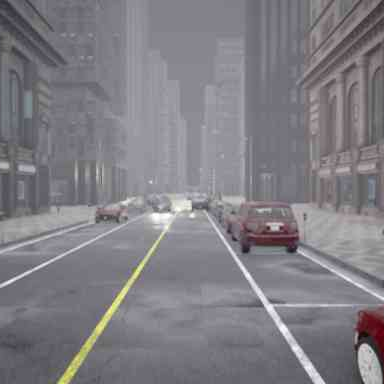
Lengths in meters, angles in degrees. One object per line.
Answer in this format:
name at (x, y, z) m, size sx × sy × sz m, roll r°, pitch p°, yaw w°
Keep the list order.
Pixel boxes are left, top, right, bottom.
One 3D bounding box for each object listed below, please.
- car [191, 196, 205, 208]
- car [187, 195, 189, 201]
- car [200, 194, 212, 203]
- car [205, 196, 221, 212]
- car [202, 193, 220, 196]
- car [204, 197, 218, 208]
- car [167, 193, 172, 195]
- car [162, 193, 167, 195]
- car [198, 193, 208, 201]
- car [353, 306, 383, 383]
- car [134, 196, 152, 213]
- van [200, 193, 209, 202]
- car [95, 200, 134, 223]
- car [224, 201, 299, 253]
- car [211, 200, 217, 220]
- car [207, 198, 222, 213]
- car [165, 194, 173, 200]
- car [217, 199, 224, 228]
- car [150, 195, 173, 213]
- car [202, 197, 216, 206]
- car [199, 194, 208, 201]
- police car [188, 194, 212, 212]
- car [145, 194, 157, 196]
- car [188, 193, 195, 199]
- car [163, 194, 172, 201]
car at (0.807, 1.388, 46.975) m, size 1.837 × 1.490 × 4.892 m, roll 0°, pitch 0°, yaw 0°
car at (-0.141, 1.274, 71.374) m, size 1.895 × 1.301 × 4.718 m, roll 0°, pitch 0°, yaw 0°
car at (2.633, 1.282, 63.789) m, size 1.967 × 1.590 × 4.097 m, roll 0°, pitch 0°, yaw 0°
car at (2.689, 1.435, 35.951) m, size 1.752 × 1.417 × 4.829 m, roll 0°, pitch 0°, yaw 0°
car at (2.677, 1.211, 41.383) m, size 2.192 × 1.841 × 5.009 m, roll 0°, pitch 0°, yaw 0°
car at (2.667, 1.465, 46.985) m, size 1.802 × 1.307 × 4.206 m, roll 0°, pitch 0°, yaw 0°
car at (-5.914, 1.129, 74.974) m, size 2.192 × 1.841 × 5.009 m, roll 0°, pitch 0°, yaw 0°
car at (-5.881, 1.294, 58.168) m, size 1.967 × 1.590 × 4.097 m, roll 0°, pitch 0°, yaw 0°
car at (2.600, 1.117, 80.595) m, size 2.192 × 1.841 × 5.009 m, roll 0°, pitch 0°, yaw 0°
car at (2.756, 1.539, 2.171) m, size 1.887 × 1.381 × 4.507 m, roll 0°, pitch 0°, yaw 0°
car at (-5.836, 1.460, 35.760) m, size 2.008 × 1.369 × 4.403 m, roll 0°, pitch 0°, yaw 0°
van at (2.622, 1.170, 69.391) m, size 1.690 × 1.788 × 3.998 m, roll 0°, pitch 0°, yaw 0°
car at (-5.814, 1.482, 24.555) m, size 1.887 × 1.381 × 4.507 m, roll 0°, pitch 0°, yaw 0°
car at (2.732, 1.281, 13.374) m, size 2.192 × 1.841 × 5.009 m, roll 0°, pitch 0°, yaw 0°
car at (2.711, 1.504, 24.578) m, size 1.947 × 1.339 × 4.313 m, roll 0°, pitch 0°, yaw 0°
car at (2.700, 1.475, 30.180) m, size 2.008 × 1.369 × 4.403 m, roll 0°, pitch 0°, yaw 0°
car at (-5.936, 1.228, 86.179) m, size 1.967 × 1.590 × 4.097 m, roll 0°, pitch 0°, yaw 0°
car at (2.722, 1.392, 18.976) m, size 1.967 × 1.590 × 4.097 m, roll 0°, pitch 0°, yaw 0°
car at (-3.167, 1.399, 36.443) m, size 2.128 × 1.511 × 4.902 m, roll 0°, pitch 0°, yaw 0°
car at (2.656, 1.435, 52.586) m, size 1.947 × 1.339 × 4.313 m, roll 0°, pitch 0°, yaw 0°
car at (2.611, 1.256, 74.993) m, size 1.967 × 1.590 × 4.097 m, roll 0°, pitch 0°, yaw 0°
police car at (0.827, 1.332, 37.084) m, size 1.930 × 1.638 × 5.238 m, roll 0°, pitch 0°, yaw 0°
car at (-5.859, 1.196, 46.964) m, size 2.192 × 1.841 × 5.009 m, roll 0°, pitch 0°, yaw 0°
car at (-0.173, 1.099, 88.130) m, size 1.837 × 1.490 × 4.892 m, roll 0°, pitch 0°, yaw 0°
car at (-5.924, 1.327, 80.407) m, size 1.752 × 1.417 × 4.829 m, roll 0°, pitch 0°, yaw 0°
